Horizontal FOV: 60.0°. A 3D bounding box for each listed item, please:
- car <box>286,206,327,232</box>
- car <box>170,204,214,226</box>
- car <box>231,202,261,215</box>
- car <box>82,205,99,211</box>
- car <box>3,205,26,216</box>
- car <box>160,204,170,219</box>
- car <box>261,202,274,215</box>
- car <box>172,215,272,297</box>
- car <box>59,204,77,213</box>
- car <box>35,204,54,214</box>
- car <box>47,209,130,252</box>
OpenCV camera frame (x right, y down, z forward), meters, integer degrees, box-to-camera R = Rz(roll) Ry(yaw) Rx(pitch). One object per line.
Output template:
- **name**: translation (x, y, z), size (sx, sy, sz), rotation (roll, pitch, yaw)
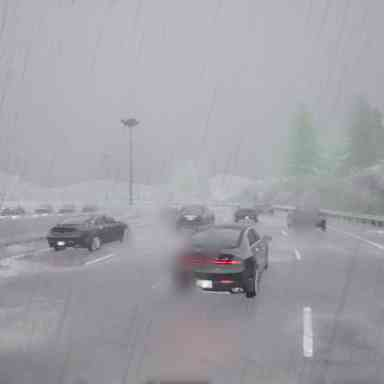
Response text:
- **car**: translation (7.258, 1.651, 21.470), size (2.128, 1.511, 4.902), rotation (-1, -1, 8)
- **car**: translation (0.270, 1.621, 21.757), size (2.097, 1.767, 4.553), rotation (-1, -1, 9)
- **car**: translation (4.481, 1.796, 28.650), size (1.837, 1.490, 4.892), rotation (-1, -1, 4)
- **car**: translation (-14.075, 2.398, 46.364), size (1.895, 1.301, 4.718), rotation (-1, -1, -11)
- **car**: translation (-24.757, 2.487, 46.435), size (1.812, 1.442, 4.674), rotation (-1, -1, -12)
- **car**: translation (-2.331, 2.001, 35.065), size (1.812, 1.442, 4.674), rotation (-1, -1, -1)
- **car**: translation (7.985, 1.850, 38.249), size (2.128, 1.511, 4.902), rotation (-1, -1, -2)
- **car**: translation (0.973, 1.603, 8.946), size (1.837, 1.490, 4.892), rotation (-1, -1, 17)
- **car**: translation (-18.122, 2.438, 48.872), size (2.033, 1.411, 5.357), rotation (-1, -1, -13)
- **car**: translation (-21.793, 2.500, 49.303), size (2.033, 1.411, 5.357), rotation (-1, -1, -14)
- **car**: translation (-4.516, 1.767, 15.297), size (1.837, 1.490, 4.892), rotation (-1, -1, 14)
